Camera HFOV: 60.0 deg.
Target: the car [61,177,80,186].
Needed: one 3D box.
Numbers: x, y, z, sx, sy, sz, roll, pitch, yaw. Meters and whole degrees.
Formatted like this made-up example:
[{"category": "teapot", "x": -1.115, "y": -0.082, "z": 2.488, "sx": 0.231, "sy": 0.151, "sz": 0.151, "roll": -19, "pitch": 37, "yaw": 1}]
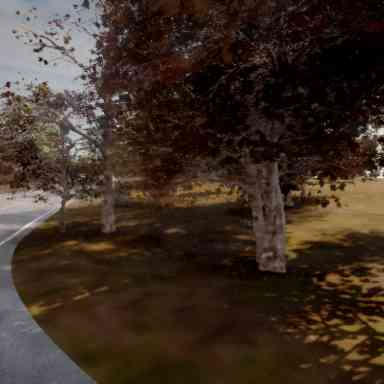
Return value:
[{"category": "car", "x": -19.156, "y": -1.753, "z": 52.266, "sx": 2.097, "sy": 1.767, "sz": 4.553, "roll": 0, "pitch": 4, "yaw": -6}]
